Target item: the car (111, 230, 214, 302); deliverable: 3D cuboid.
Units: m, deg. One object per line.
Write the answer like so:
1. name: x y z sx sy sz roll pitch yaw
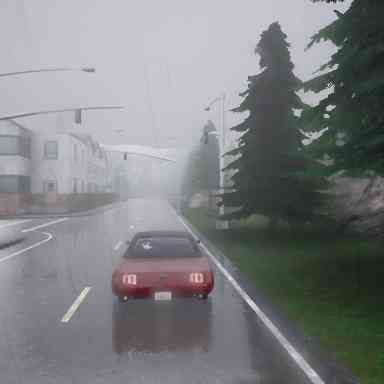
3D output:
1. car: -0.706 1.601 8.250 1.895 1.301 4.718 0 0 -5
